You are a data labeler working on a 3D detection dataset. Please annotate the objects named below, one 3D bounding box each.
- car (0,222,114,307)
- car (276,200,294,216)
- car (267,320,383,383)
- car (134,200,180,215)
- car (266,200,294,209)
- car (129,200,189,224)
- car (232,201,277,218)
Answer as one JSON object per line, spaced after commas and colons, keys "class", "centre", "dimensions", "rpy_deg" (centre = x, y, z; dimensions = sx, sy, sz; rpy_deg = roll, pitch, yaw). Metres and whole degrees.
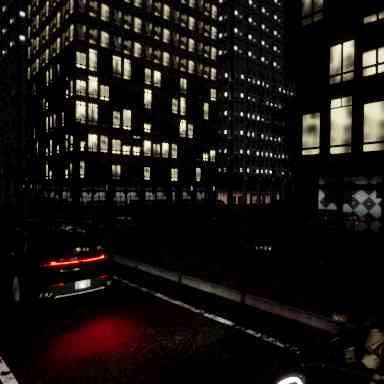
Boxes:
{"class": "car", "centre": [-3.662, 1.500, 8.124], "dimensions": [1.837, 1.490, 4.892], "rpy_deg": [0, 0, -41]}
{"class": "car", "centre": [10.356, 1.934, 37.449], "dimensions": [4.206, 1.307, 1.802], "rpy_deg": [1, 0, -40]}
{"class": "car", "centre": [2.420, 1.352, 1.331], "dimensions": [2.097, 1.767, 4.553], "rpy_deg": [0, 0, -41]}
{"class": "car", "centre": [-3.800, 1.646, 36.449], "dimensions": [4.829, 1.417, 1.752], "rpy_deg": [1, 0, -40]}
{"class": "car", "centre": [13.547, 1.879, 51.125], "dimensions": [4.313, 1.339, 1.947], "rpy_deg": [1, 0, -40]}
{"class": "car", "centre": [-2.559, 1.522, 26.520], "dimensions": [5.009, 1.841, 2.192], "rpy_deg": [1, 0, -40]}
{"class": "car", "centre": [6.180, 1.831, 33.915], "dimensions": [4.829, 1.417, 1.752], "rpy_deg": [1, 0, -40]}
